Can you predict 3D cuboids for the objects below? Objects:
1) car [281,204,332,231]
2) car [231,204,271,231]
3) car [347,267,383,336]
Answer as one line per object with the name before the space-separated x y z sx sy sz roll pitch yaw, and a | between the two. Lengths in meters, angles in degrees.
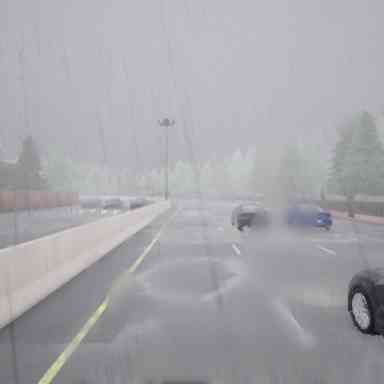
car | 7.104 1.510 21.072 1.882 1.535 5.008 0 0 0
car | 3.604 1.510 21.075 1.882 1.535 5.008 0 0 0
car | 3.601 1.511 3.852 1.837 1.490 4.892 0 0 0
